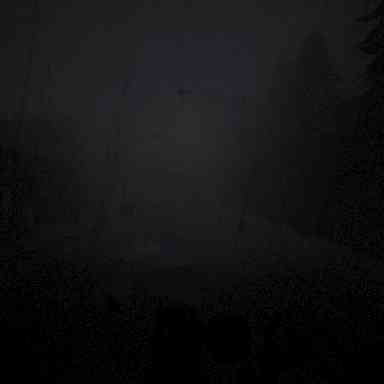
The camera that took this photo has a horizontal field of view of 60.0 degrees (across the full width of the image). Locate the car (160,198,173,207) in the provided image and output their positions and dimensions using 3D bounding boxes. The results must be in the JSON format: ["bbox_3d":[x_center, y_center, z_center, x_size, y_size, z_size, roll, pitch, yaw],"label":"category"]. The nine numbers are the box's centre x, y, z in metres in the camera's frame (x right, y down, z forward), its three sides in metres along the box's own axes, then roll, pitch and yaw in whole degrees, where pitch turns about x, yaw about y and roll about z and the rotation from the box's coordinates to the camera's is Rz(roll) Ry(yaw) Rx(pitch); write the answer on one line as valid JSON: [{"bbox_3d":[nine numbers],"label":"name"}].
[{"bbox_3d":[-4.029,1.741,54.293,2.033,1.411,5.357,0,0,1],"label":"car"}]

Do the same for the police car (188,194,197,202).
[{"bbox_3d":[0.041,1.301,73.107,1.930,1.638,5.238,0,0,0],"label":"police car"}]

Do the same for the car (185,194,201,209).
[{"bbox_3d":[0.124,1.397,49.843,2.150,2.045,5.566,0,-1,0],"label":"car"}]
